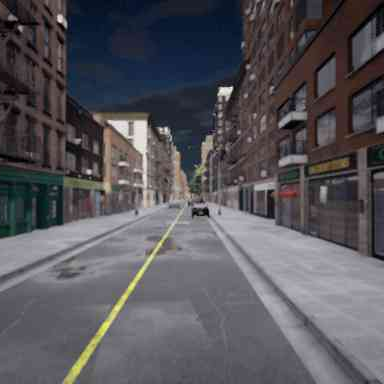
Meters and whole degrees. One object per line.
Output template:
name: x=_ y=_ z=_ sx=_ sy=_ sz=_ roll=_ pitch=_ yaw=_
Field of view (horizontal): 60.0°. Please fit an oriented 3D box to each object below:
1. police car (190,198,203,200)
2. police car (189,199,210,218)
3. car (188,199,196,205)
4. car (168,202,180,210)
police car: x=0.888 y=2.053 z=45.710 sx=1.930 sy=1.638 sz=5.238 roll=0 pitch=-1 yaw=0
police car: x=0.890 y=1.910 z=35.711 sx=1.930 sy=1.638 sz=5.238 roll=0 pitch=-1 yaw=0
car: x=-0.023 y=2.645 z=87.153 sx=1.994 sy=1.385 sz=4.181 roll=0 pitch=-1 yaw=0
car: x=-3.064 y=2.373 z=58.043 sx=1.994 sy=1.385 sz=4.181 roll=0 pitch=-1 yaw=0
